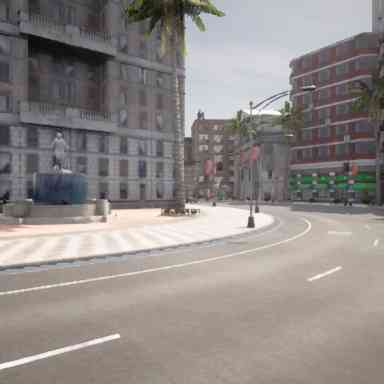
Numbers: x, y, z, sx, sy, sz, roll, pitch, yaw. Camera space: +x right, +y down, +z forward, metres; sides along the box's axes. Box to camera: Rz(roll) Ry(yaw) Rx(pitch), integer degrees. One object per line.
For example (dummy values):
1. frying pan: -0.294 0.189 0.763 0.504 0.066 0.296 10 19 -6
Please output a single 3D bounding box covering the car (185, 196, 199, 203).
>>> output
1. car: -0.636 1.560 67.829 1.837 1.490 4.892 0 0 -35
